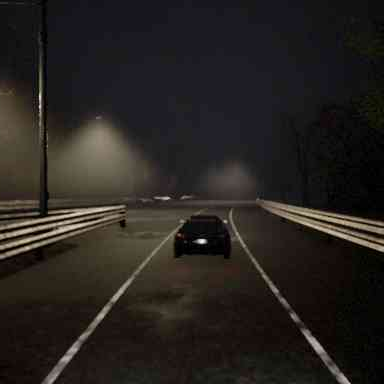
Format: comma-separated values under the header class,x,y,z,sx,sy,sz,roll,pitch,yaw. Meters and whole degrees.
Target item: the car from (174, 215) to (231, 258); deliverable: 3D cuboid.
class,x,y,z,sx,sy,sz,roll,pitch,yaw
car,0.447,1.563,12.781,1.994,1.385,4.181,0,0,4
